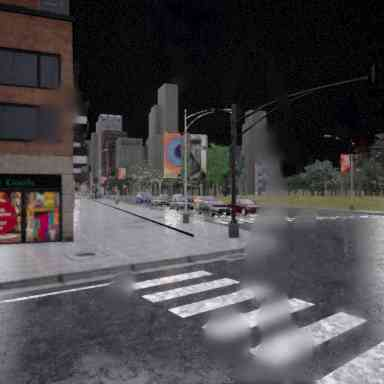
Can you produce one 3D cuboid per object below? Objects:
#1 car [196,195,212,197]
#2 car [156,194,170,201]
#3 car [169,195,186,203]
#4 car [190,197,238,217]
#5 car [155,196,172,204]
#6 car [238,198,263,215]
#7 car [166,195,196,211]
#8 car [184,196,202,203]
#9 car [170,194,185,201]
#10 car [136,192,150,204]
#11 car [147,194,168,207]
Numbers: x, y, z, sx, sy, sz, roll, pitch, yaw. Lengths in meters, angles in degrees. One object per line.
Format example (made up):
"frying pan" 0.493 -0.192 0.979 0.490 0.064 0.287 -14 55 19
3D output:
"car" 1.803 1.219 40.689 2.097 1.767 4.553 0 0 -20
"car" -6.315 1.187 72.218 1.837 1.490 4.892 0 0 -20
"car" -2.851 1.330 62.878 1.812 1.442 4.674 0 0 -20
"car" 1.905 1.449 31.066 2.033 1.411 5.357 0 0 -20
"car" -5.034 1.387 59.239 1.994 1.385 4.181 0 0 -20
"car" 4.977 1.366 32.207 1.882 1.535 5.008 0 0 -21
"car" -1.300 1.444 39.703 1.994 1.385 4.181 0 0 -20
"car" 0.186 1.392 64.035 1.895 1.301 4.718 0 0 -20
"car" -3.268 1.151 73.348 1.882 1.535 5.008 0 0 -20
"car" -8.421 1.052 59.040 2.150 2.045 5.566 0 1 -20
"car" -4.763 1.421 49.060 1.994 1.385 4.181 0 0 -21
